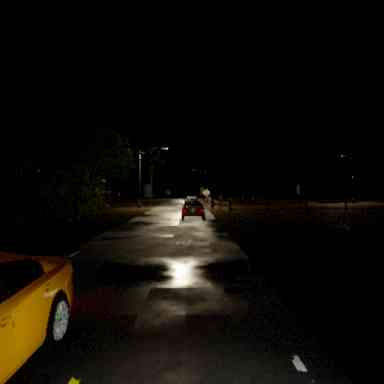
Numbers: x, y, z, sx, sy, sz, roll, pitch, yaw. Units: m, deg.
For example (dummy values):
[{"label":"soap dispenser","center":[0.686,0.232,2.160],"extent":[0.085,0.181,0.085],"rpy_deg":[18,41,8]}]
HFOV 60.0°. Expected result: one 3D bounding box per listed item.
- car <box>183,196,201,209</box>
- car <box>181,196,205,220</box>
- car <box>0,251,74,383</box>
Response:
[{"label":"car","center":[0.013,1.289,41.679],"extent":[2.163,1.488,4.792],"rpy_deg":[0,0,-1]},{"label":"car","center":[0.089,1.307,26.687],"extent":[1.801,1.575,5.366],"rpy_deg":[0,0,0]},{"label":"car","center":[-2.848,1.456,3.425],"extent":[1.882,1.535,5.008],"rpy_deg":[0,0,0]}]
